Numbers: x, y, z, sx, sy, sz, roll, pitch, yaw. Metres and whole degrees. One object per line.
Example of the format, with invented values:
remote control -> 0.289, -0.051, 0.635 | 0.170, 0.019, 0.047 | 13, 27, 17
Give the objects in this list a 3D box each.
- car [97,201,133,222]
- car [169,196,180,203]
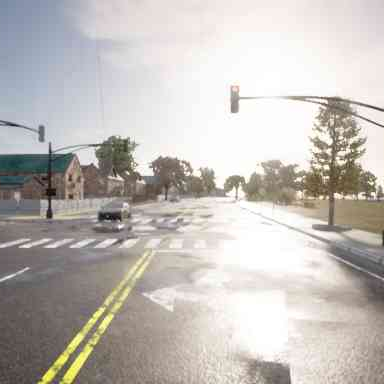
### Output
car -> -6.092, 1.513, 26.770 | 1.882, 1.535, 5.008 | 0, 0, 2
car -> -3.717, 1.604, 71.170 | 1.837, 1.490, 4.892 | 0, 0, 4
